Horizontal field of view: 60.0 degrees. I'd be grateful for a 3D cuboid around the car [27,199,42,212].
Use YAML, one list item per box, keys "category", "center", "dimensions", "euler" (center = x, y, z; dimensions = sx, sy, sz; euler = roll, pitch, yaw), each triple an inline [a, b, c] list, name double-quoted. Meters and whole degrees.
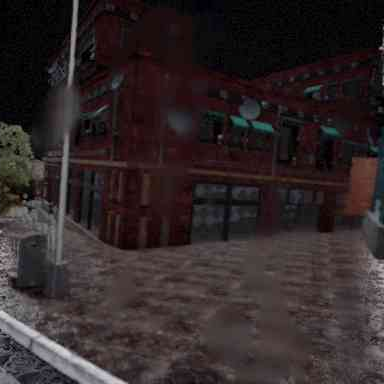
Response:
- category: "car"
  center: [-24.958, 2.327, 54.932]
  dimensions: [2.150, 2.045, 5.566]
  euler: [5, -2, 1]
